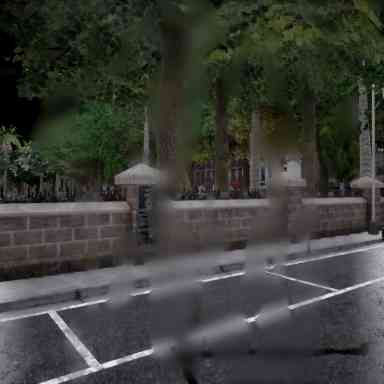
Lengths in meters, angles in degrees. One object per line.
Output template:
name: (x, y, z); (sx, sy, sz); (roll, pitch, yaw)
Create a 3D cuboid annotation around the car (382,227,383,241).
car: (9.754, 1.309, 13.498); (5.009, 1.841, 2.192); (0, 0, -36)
